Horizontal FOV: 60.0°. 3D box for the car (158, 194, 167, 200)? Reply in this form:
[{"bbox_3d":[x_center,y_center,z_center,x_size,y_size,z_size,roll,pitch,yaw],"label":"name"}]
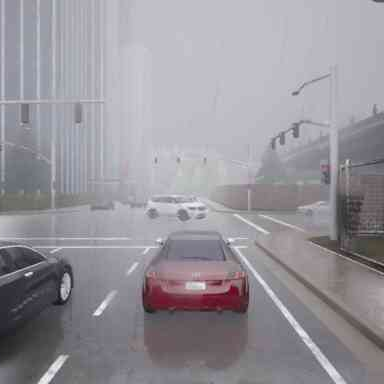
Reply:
[{"bbox_3d":[-6.991,1.210,79.635,1.895,1.301,4.718,0,0,0],"label":"car"}]

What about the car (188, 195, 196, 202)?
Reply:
[{"bbox_3d":[0.016,1.478,74.791,1.882,1.535,5.008,0,0,0],"label":"car"}]

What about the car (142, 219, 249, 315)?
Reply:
[{"bbox_3d":[0.073,1.564,7.654,1.994,1.385,4.181,0,0,0],"label":"car"}]

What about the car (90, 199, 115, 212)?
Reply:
[{"bbox_3d":[-10.597,1.550,39.799,2.033,1.411,5.357,0,0,0],"label":"car"}]

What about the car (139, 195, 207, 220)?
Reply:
[{"bbox_3d":[-1.396,1.247,27.179,5.566,2.045,2.150,0,1,39],"label":"car"}]

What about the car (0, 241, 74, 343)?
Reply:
[{"bbox_3d":[-3.441,1.505,5.198,1.837,1.490,4.892,0,0,0],"label":"car"}]

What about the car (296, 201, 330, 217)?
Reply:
[{"bbox_3d":[12.370,1.581,31.754,4.674,1.442,1.812,0,0,-3],"label":"car"}]

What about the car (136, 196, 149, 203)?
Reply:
[{"bbox_3d":[-10.492,1.538,71.311,2.033,1.411,5.357,0,0,0],"label":"car"}]

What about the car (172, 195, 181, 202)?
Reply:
[{"bbox_3d":[-3.492,1.495,74.245,1.837,1.490,4.892,0,0,0],"label":"car"}]

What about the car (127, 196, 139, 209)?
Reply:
[{"bbox_3d":[-7.094,1.505,44.908,1.837,1.490,4.892,0,0,0],"label":"car"}]

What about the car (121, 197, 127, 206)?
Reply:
[{"bbox_3d":[-10.579,1.503,55.964,1.837,1.490,4.892,0,0,0],"label":"car"}]

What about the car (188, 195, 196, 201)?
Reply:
[{"bbox_3d":[0.009,1.478,85.198,1.882,1.535,5.008,0,0,0],"label":"car"}]

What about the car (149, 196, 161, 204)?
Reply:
[{"bbox_3d":[-7.040,1.525,64.265,1.812,1.442,4.674,0,0,1],"label":"car"}]

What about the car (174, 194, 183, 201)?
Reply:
[{"bbox_3d":[-3.491,1.386,84.669,2.128,1.511,4.902,0,0,0],"label":"car"}]
